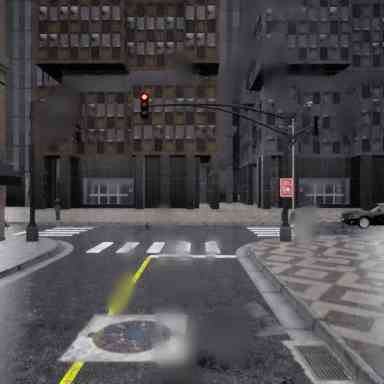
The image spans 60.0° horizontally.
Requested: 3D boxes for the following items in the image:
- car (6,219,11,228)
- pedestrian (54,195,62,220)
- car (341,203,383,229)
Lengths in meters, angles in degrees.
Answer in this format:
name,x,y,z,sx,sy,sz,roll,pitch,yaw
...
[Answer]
name,x,y,z,sx,sy,sz,roll,pitch,yaw
car,-12.965,1.562,18.137,5.357,1.411,2.033,0,0,1
pedestrian,-9.812,1.152,24.334,0.375,1.860,0.375,0,0,1
car,12.058,1.458,21.032,5.008,1.535,1.882,0,0,1
